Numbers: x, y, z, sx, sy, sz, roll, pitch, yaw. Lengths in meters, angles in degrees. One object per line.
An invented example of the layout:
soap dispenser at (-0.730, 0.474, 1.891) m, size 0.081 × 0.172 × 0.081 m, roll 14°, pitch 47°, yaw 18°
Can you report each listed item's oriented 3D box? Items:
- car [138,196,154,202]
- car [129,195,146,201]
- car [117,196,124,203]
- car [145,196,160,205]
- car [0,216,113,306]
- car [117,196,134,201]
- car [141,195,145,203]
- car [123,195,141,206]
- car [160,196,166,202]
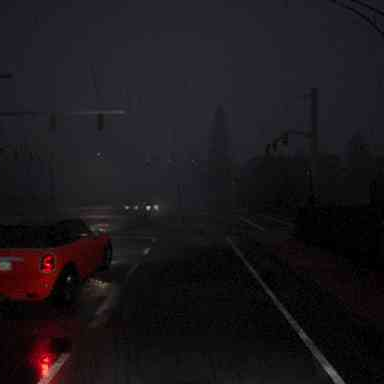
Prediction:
car at (-11.092, 1.716, 80.508) m, size 1.837 × 1.490 × 4.892 m, roll 0°, pitch 0°, yaw -35°
car at (-14.825, 1.619, 90.519) m, size 4.902 × 1.511 × 2.128 m, roll 0°, pitch 0°, yaw 43°
car at (-15.298, 1.724, 73.984) m, size 2.128 × 1.511 × 4.902 m, roll 0°, pitch 0°, yaw -29°
car at (-7.238, 1.764, 60.739) m, size 1.895 × 1.301 × 4.718 m, roll 0°, pitch 0°, yaw -7°
car at (-3.440, 1.375, 8.221) m, size 2.097 × 1.767 × 4.553 m, roll 0°, pitch 0°, yaw 0°
car at (-17.644, 1.726, 88.372) m, size 4.718 × 1.301 × 1.895 m, roll 0°, pitch 0°, yaw 43°
car at (-12.362, 1.704, 75.895) m, size 1.837 × 1.490 × 4.892 m, roll 0°, pitch 0°, yaw -29°
car at (-10.593, 1.636, 59.018) m, size 1.882 × 1.535 × 5.008 m, roll 0°, pitch 0°, yaw -6°
car at (-8.250, 1.746, 82.547) m, size 2.128 × 1.511 × 4.902 m, roll 0°, pitch 0°, yaw -35°
